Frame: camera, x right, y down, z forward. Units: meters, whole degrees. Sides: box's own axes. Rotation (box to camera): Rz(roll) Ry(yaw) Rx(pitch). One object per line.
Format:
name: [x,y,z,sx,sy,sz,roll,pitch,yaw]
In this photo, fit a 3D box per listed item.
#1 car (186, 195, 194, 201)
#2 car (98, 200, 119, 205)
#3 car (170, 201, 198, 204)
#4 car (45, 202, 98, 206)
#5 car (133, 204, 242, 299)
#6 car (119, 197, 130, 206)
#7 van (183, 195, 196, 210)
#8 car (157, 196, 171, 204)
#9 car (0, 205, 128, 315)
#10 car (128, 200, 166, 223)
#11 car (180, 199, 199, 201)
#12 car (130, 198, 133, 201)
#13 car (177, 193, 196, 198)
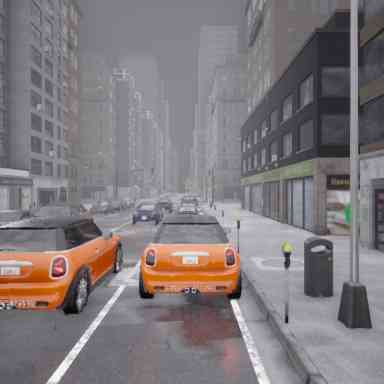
car: [-0.572,1.470,87.873,1.967,1.590,4.097,0,0,-1]
car: [-8.813,1.583,32.928,1.802,1.307,4.206,0,0,0]
car: [-0.287,1.551,21.888,2.008,1.369,4.403,0,0,0]
car: [-6.246,1.352,15.612,2.097,1.767,4.553,0,0,0]
car: [-0.032,1.353,8.621,2.097,1.767,4.553,0,0,0]
car: [-8.813,1.567,38.453,1.947,1.339,4.313,0,0,0]
van: [-0.287,1.343,43.983,1.690,1.788,3.998,0,0,0]
car: [-3.047,1.506,36.995,1.837,1.490,4.892,0,0,0]
car: [-3.048,1.352,7.722,2.097,1.767,4.553,0,0,0]
car: [-3.144,1.526,24.162,1.812,1.442,4.674,0,0,0]
car: [-0.287,1.552,27.412,2.008,1.369,4.403,0,0,0]
car: [-8.813,1.442,43.978,1.967,1.590,4.097,0,0,0]
car: [-0.287,1.316,38.459,2.192,1.841,5.009,0,0,0]
